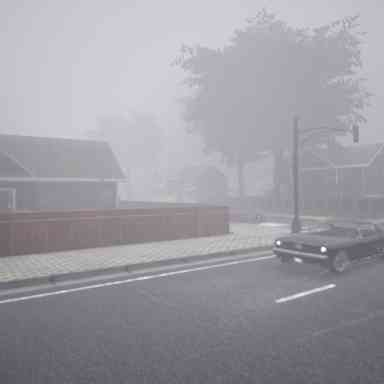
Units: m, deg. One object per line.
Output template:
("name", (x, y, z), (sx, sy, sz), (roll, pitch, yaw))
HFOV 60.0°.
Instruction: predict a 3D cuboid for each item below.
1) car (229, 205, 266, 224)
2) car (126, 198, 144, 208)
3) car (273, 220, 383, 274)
("car", (3.863, 1.701, 26.346), (1.994, 1.385, 4.181), (-1, 0, -34))
("car", (-6.655, 1.803, 43.126), (1.812, 1.442, 4.674), (-1, 0, -30))
("car", (4.734, 1.599, 10.690), (4.718, 1.301, 1.895), (0, 0, -38))
